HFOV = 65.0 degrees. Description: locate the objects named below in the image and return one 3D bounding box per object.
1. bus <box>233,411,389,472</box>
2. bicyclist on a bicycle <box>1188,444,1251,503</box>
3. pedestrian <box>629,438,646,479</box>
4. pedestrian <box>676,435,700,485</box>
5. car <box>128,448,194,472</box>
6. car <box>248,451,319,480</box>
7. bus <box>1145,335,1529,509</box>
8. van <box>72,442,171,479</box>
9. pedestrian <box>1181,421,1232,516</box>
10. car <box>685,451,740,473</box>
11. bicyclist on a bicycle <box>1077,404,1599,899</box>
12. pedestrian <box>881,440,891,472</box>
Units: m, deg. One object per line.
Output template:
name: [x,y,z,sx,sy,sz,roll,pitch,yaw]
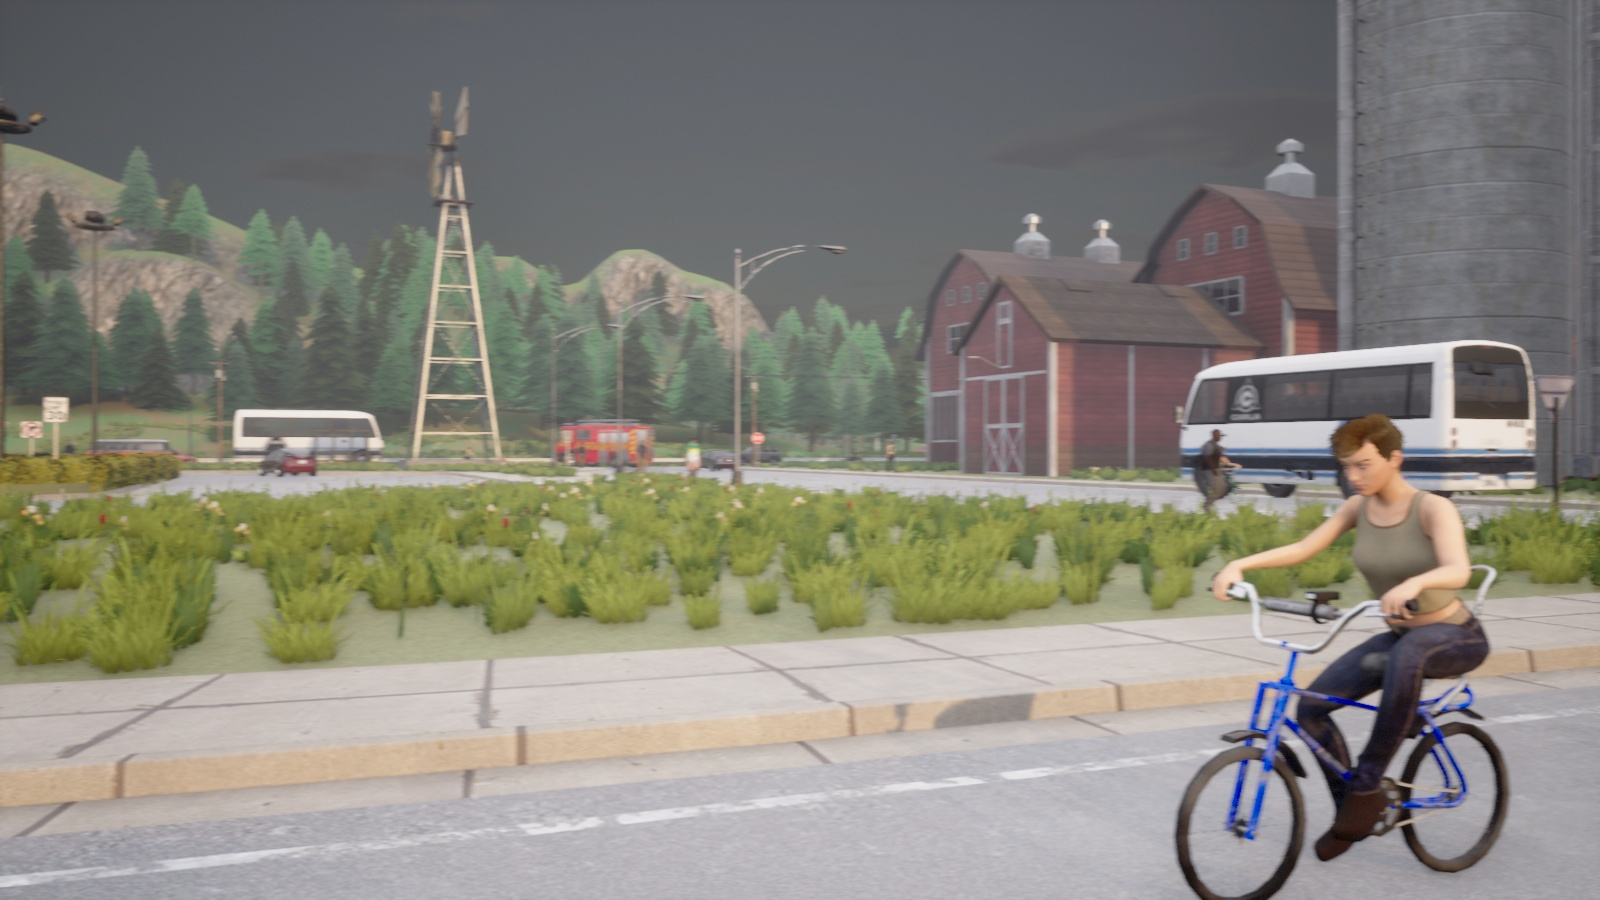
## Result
bus: [-35.219,-0.589,90.701,10.273,4.253,3.944,0,0,-22]
bicyclist on a bicycle: [11.623,0.640,34.829,0.866,1.612,1.509,0,0,-23]
pedestrian: [-7.489,0.392,57.929,0.540,1.848,0.694,0,0,-28]
pedestrian: [-4.369,0.390,49.133,0.659,1.952,0.873,0,0,-26]
car: [-44.209,0.708,86.889,3.988,1.617,1.851,0,0,-30]
car: [-27.340,0.779,66.410,2.163,1.488,4.792,0,0,-39]
bus: [14.864,-0.681,36.174,3.944,4.253,10.273,0,0,-23]
van: [-37.216,0.554,68.960,4.442,1.987,1.775,0,0,-9]
pedestrian: [8.239,0.371,25.463,0.849,1.883,0.563,0,0,37]
car: [-5.933,0.770,84.562,2.033,1.411,5.357,0,0,-23]
bicyclist on a bicycle: [1.821,0.675,4.225,1.509,1.612,0.866,0,0,-23]
pedestrian: [4.921,0.359,71.712,0.345,1.836,0.594,0,0,-27]
